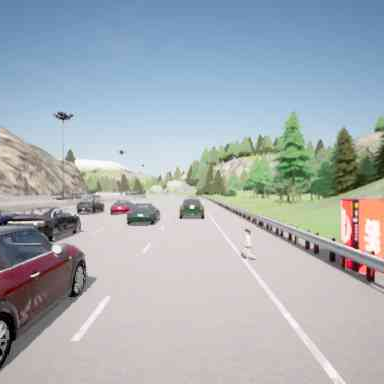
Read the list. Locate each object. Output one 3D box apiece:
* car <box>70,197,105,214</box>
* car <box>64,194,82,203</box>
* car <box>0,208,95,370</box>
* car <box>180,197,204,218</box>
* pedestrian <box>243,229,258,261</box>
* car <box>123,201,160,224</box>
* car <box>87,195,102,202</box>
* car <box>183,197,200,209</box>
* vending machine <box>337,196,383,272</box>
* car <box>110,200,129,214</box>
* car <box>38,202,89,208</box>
[{"bbox_3d":[-10.529,1.447,34.751,2.128,1.511,4.902,0,0,0],"label":"car"},{"bbox_3d":[-24.759,1.268,69.295,2.097,1.767,4.553,0,0,0],"label":"car"},{"bbox_3d":[-3.420,1.346,5.672,2.097,1.767,4.553,0,0,-1],"label":"car"},{"bbox_3d":[-0.019,1.316,29.693,2.097,1.767,4.553,0,0,-1],"label":"car"},{"bbox_3d":[1.813,1.660,10.731,0.500,1.100,0.500,0,0,0],"label":"pedestrian"},{"bbox_3d":[-3.490,1.533,24.399,1.994,1.385,4.181,0,0,0],"label":"car"},{"bbox_3d":[-21.273,1.408,72.959,1.837,1.490,4.892,0,0,0],"label":"car"},{"bbox_3d":[-0.098,1.435,44.335,2.128,1.511,4.902,0,0,0],"label":"car"},{"bbox_3d":[4.964,1.183,9.693,1.100,2.100,0.880,0,0,0],"label":"vending machine"},{"bbox_3d":[-7.028,1.520,34.219,1.994,1.385,4.181,0,0,0],"label":"car"},{"bbox_3d":[-6.960,1.471,16.125,2.128,1.511,4.902,0,0,0],"label":"car"}]
